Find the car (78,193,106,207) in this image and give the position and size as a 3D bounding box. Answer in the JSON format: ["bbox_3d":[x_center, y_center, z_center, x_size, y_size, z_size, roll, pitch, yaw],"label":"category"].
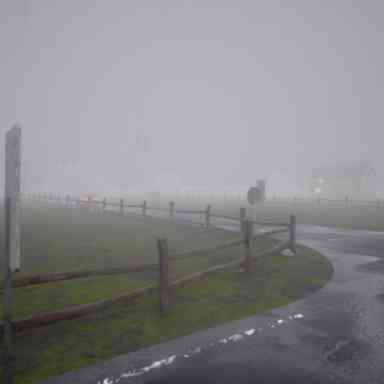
[{"bbox_3d":[-12.007,0.933,40.009,2.097,1.767,4.553,1,0,-36],"label":"car"}]
